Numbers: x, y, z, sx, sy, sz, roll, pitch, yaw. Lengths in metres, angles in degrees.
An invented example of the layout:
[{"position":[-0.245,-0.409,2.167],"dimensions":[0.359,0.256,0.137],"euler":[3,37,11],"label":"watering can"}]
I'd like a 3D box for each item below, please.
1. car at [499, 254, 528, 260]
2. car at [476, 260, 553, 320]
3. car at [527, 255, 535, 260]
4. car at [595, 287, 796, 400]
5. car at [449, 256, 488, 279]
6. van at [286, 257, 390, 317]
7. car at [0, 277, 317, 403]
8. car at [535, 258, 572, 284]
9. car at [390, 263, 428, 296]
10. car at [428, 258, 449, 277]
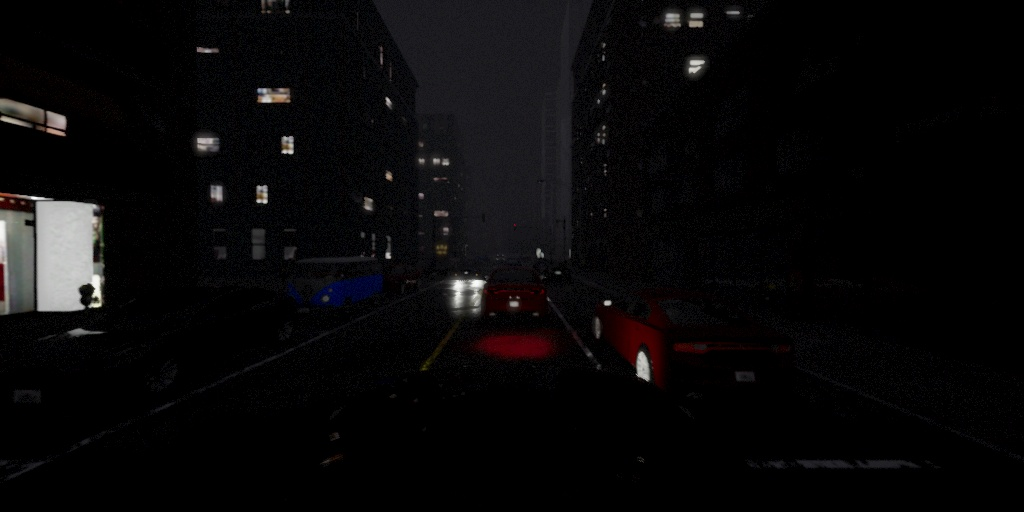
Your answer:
[{"position":[0.088,0.837,29.214],"dimensions":[1.812,1.442,4.674],"euler":[0,1,0],"label":"car"},{"position":[0.076,1.065,11.883],"dimensions":[1.882,1.535,5.008],"euler":[0,1,0],"label":"car"},{"position":[2.698,0.802,33.995],"dimensions":[1.948,1.339,4.313],"euler":[0,0,0],"label":"car"},{"position":[2.693,1.220,6.381],"dimensions":[1.888,1.381,4.507],"euler":[0,0,0],"label":"car"},{"position":[-3.084,0.924,26.188],"dimensions":[1.994,1.385,4.181],"euler":[0,1,0],"label":"car"},{"position":[-5.687,0.927,11.918],"dimensions":[1.690,1.789,3.998],"euler":[0,0,0],"label":"van"},{"position":[-5.688,1.241,6.395],"dimensions":[1.948,1.339,4.313],"euler":[0,0,0],"label":"car"},{"position":[2.696,0.977,22.949],"dimensions":[1.948,1.339,4.313],"euler":[0,0,0],"label":"car"},{"position":[-5.686,1.044,17.440],"dimensions":[1.888,1.381,4.507],"euler":[0,0,0],"label":"car"},{"position":[-5.685,0.889,28.486],"dimensions":[1.948,1.339,4.313],"euler":[0,0,0],"label":"car"}]
